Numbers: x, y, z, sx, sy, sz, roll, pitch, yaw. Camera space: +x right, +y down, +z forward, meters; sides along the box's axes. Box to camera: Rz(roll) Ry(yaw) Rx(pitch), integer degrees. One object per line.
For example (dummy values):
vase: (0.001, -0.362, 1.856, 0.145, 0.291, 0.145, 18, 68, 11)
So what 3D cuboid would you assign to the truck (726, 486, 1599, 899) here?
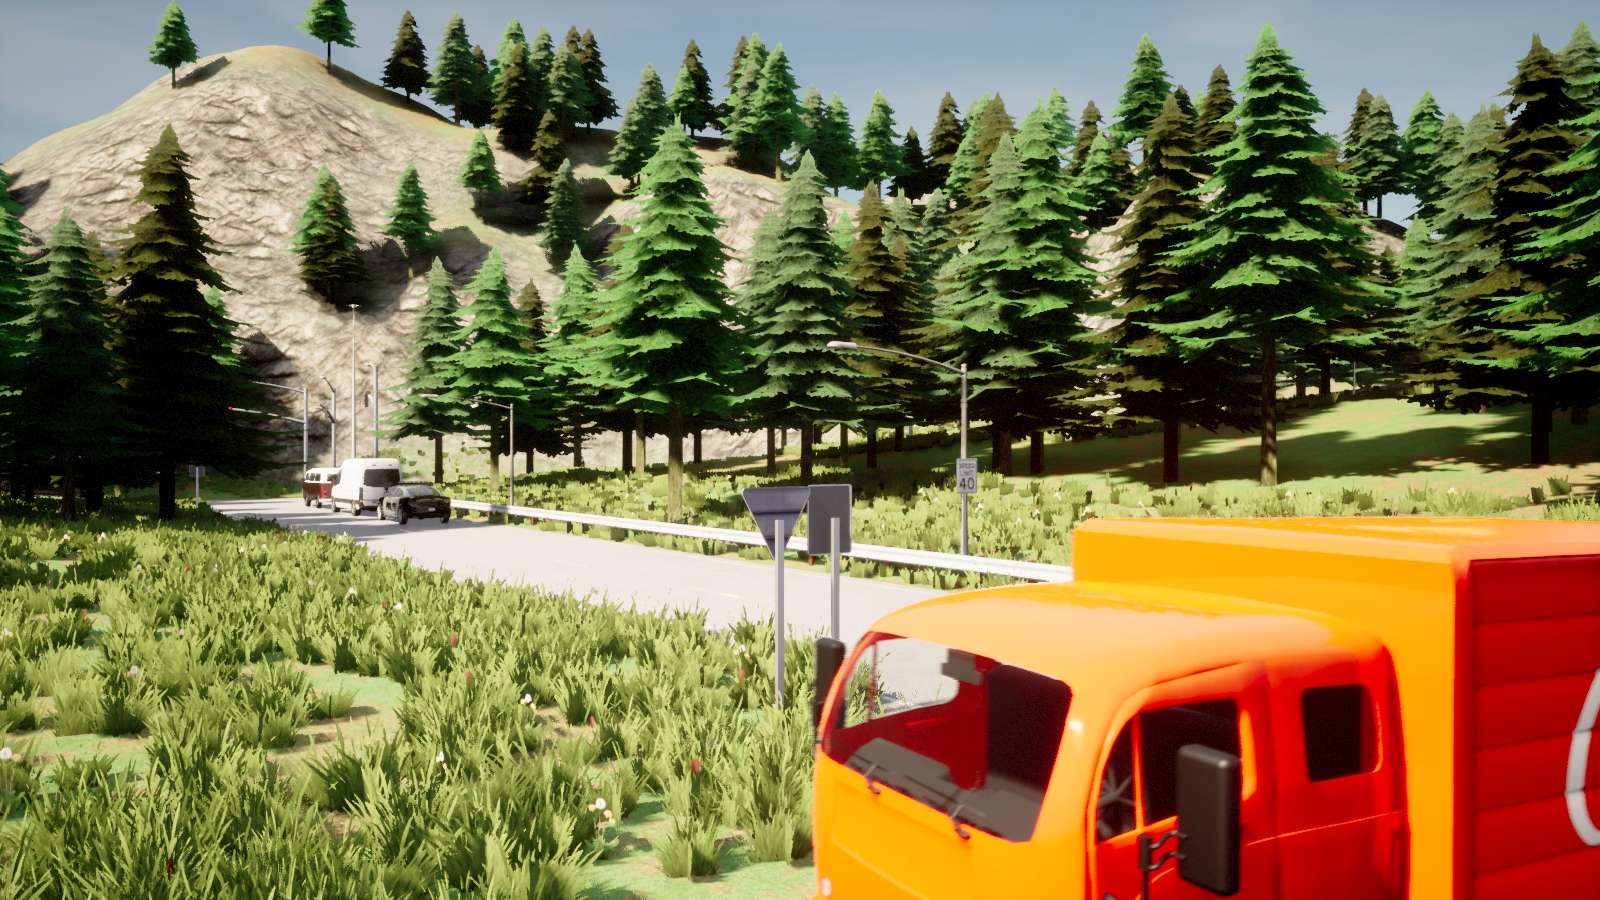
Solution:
truck: (2.577, 1.442, 5.452, 5.204, 2.467, 2.627, 1, -1, -28)

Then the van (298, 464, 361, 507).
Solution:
van: (-24.143, 1.782, 58.581, 2.069, 2.038, 4.480, 0, 0, -35)

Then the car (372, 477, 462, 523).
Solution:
car: (-15.723, 1.982, 46.760, 2.097, 1.638, 5.238, 0, 0, -35)

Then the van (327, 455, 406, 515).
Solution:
van: (-20.079, 1.534, 52.765, 1.988, 2.561, 5.915, 0, 0, -35)
